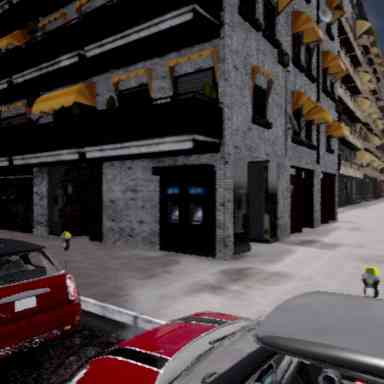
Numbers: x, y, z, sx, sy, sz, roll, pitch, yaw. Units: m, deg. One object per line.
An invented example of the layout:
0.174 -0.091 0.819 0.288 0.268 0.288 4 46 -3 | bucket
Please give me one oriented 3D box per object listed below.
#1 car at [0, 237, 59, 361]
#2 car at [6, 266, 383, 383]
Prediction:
-3.693 1.448 5.355 4.097 1.590 1.967 0 0 36 | car
0.861 1.441 2.106 4.097 1.590 1.967 0 0 35 | car
